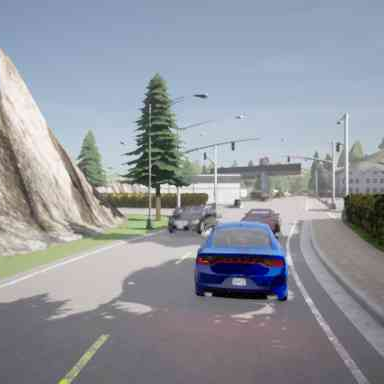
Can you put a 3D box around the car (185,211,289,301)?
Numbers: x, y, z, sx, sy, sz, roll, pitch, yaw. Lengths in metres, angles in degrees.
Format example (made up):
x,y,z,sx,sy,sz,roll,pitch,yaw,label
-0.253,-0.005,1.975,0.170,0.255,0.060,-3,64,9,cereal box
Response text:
x,y,z,sx,sy,sz,roll,pitch,yaw,label
1.287,1.475,8.474,1.882,1.535,5.008,0,0,10,car

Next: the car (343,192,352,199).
x,y,z,sx,sy,sz,roll,pitch,yaw,label
40.162,1.051,82.998,3.866,1.878,1.905,0,0,19,car

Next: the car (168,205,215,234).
x,y,z,sx,sy,sz,roll,pitch,yaw,label
0.173,1.487,18.995,2.128,1.511,4.902,0,0,18,car

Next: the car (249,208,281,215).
x,y,z,sx,sy,sz,roll,pitch,yaw,label
3.687,1.558,17.664,1.994,1.385,4.181,0,0,17,car
